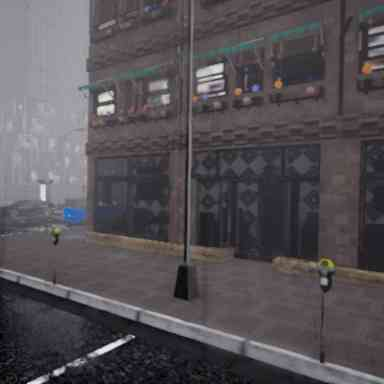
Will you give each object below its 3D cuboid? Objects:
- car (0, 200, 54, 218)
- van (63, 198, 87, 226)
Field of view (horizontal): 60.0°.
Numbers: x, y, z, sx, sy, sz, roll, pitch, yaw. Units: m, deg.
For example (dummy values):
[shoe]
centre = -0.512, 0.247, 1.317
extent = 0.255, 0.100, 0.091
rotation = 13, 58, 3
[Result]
[car]
centre = -13.462, 1.291, 27.202
extent = 1.947, 1.339, 4.313
rotation = 2, 1, 35
[van]
centre = -6.630, 1.247, 22.343
extent = 1.690, 1.788, 3.998
rotation = 2, 1, 35
